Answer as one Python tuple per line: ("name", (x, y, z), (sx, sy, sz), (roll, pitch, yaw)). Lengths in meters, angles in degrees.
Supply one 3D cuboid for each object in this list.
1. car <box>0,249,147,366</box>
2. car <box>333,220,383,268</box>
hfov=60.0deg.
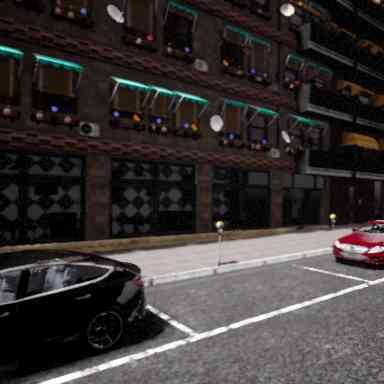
("car", (-2.714, 1.567, 4.614), (4.313, 1.339, 1.947), (0, 1, -35))
("car", (6.503, 1.623, 11.185), (4.206, 1.307, 1.802), (0, 1, -35))
